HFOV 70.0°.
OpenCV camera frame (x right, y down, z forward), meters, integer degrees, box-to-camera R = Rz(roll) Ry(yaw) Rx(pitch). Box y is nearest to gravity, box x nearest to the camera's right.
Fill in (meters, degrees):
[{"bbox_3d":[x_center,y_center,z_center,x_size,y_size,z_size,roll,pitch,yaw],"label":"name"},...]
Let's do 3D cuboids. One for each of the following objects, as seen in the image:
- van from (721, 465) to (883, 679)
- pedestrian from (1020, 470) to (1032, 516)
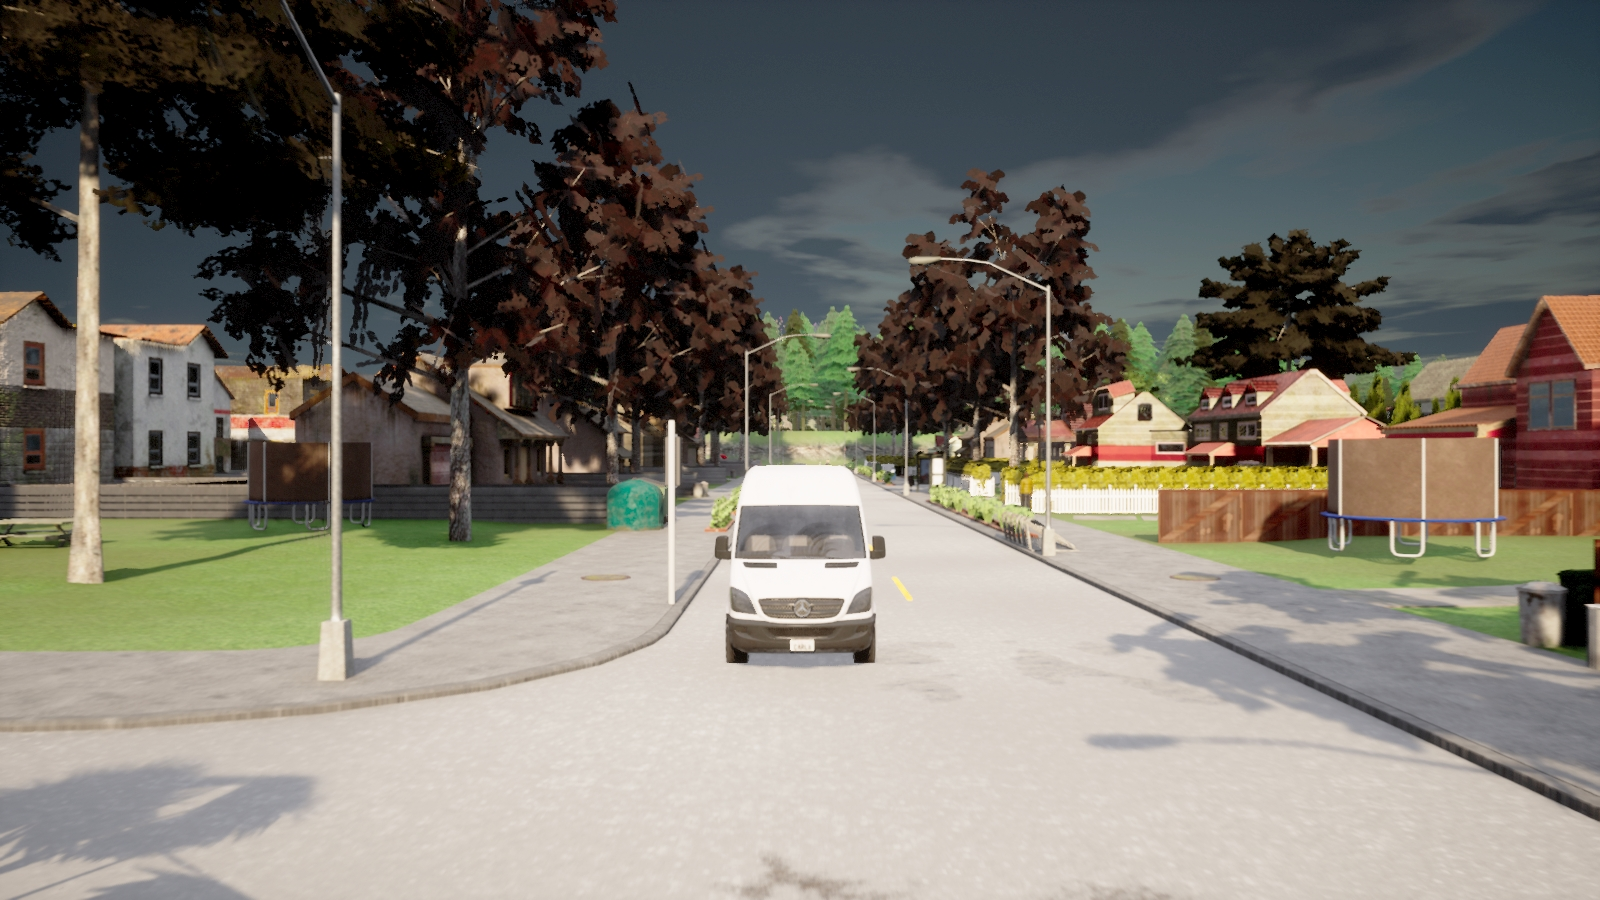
[{"bbox_3d":[-0.005,1.538,17.001,1.988,2.561,5.915,0,0,-1],"label":"van"},{"bbox_3d":[9.228,1.753,46.649,0.375,1.860,0.375,0,0,-2],"label":"pedestrian"}]
